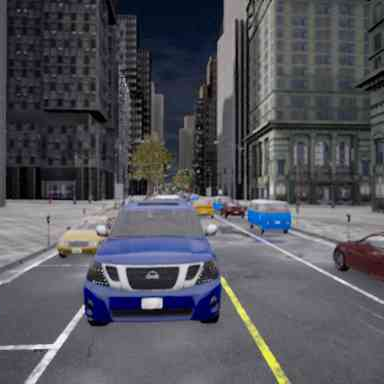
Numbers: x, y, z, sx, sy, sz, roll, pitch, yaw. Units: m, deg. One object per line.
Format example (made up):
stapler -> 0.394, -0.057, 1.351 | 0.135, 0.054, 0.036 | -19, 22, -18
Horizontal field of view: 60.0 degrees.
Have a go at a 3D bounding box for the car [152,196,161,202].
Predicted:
car -> -8.281, 1.644, 78.194 | 1.887, 1.381, 4.507 | 0, 0, -4

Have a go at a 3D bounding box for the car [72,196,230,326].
car -> -0.751, 1.228, 7.470 | 2.150, 2.045, 5.566 | 0, 0, -4

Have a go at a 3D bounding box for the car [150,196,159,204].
car -> -7.550, 1.605, 67.469 | 1.752, 1.417, 4.829 | 0, 0, -4

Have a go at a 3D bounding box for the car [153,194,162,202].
car -> -8.643, 1.425, 83.471 | 2.192, 1.841, 5.009 | 0, 0, -4

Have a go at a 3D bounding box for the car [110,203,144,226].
car -> -4.578, 1.564, 24.122 | 1.887, 1.381, 4.507 | 0, 0, -4

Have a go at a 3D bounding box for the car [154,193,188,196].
car -> -1.637, 1.242, 21.830 | 2.150, 2.045, 5.566 | 0, 0, -4

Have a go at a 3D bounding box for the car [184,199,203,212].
car -> 0.124, 1.609, 40.780 | 1.994, 1.385, 4.181 | 0, 0, -4

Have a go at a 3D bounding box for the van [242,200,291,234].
van -> 4.335, 1.366, 19.180 | 1.690, 1.788, 3.998 | 0, 0, -4

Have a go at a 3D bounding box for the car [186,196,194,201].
car -> -0.536, 1.716, 89.811 | 1.802, 1.307, 4.206 | 0, 0, -4

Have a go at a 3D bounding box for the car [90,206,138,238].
car -> -4.198, 1.558, 18.610 | 1.887, 1.381, 4.507 | 0, 0, -4

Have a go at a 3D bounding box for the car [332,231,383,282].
car -> 5.090, 1.597, 8.155 | 1.802, 1.307, 4.206 | 0, 0, -4

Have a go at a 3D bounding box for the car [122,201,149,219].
car -> -4.959, 1.570, 29.634 | 1.887, 1.381, 4.507 | 0, 0, -4

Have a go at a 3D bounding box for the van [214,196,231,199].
van -> 3.200, 1.384, 35.715 | 1.690, 1.788, 3.998 | 0, 0, -4

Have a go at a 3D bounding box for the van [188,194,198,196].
van -> 0.580, 1.442, 73.610 | 1.690, 1.788, 3.998 | 0, 0, -4

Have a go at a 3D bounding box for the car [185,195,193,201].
car -> -0.907, 1.696, 95.211 | 2.008, 1.369, 4.403 | 0, 0, -4

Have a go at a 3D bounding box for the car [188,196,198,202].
car -> 0.207, 1.677, 79.009 | 1.947, 1.339, 4.313 | 0, 0, -4

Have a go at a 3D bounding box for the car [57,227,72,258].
car -> -3.806, 1.534, 12.928 | 1.752, 1.417, 4.829 | 0, 0, -4

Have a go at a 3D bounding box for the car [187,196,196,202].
car -> -0.164, 1.667, 84.410 | 1.887, 1.381, 4.507 | 0, 0, -4

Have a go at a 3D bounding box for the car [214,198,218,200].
car -> 0.861, 1.511, 30.386 | 1.882, 1.535, 5.008 | 0, 0, -3

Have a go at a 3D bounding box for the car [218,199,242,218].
car -> 3.578, 1.581, 30.203 | 1.887, 1.381, 4.507 | 0, 0, -4
